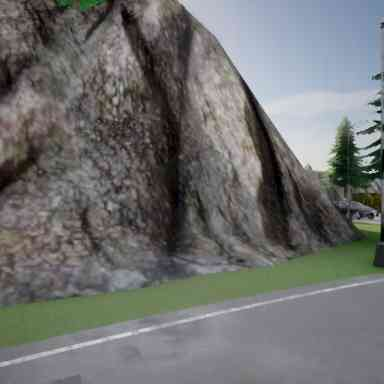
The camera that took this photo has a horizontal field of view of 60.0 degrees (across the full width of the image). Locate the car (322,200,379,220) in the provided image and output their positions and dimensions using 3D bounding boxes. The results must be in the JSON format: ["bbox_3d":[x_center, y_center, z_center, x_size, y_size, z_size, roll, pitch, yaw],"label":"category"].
[{"bbox_3d":[13.420,1.482,28.473,2.128,1.511,4.902,0,0,-25],"label":"car"}]
